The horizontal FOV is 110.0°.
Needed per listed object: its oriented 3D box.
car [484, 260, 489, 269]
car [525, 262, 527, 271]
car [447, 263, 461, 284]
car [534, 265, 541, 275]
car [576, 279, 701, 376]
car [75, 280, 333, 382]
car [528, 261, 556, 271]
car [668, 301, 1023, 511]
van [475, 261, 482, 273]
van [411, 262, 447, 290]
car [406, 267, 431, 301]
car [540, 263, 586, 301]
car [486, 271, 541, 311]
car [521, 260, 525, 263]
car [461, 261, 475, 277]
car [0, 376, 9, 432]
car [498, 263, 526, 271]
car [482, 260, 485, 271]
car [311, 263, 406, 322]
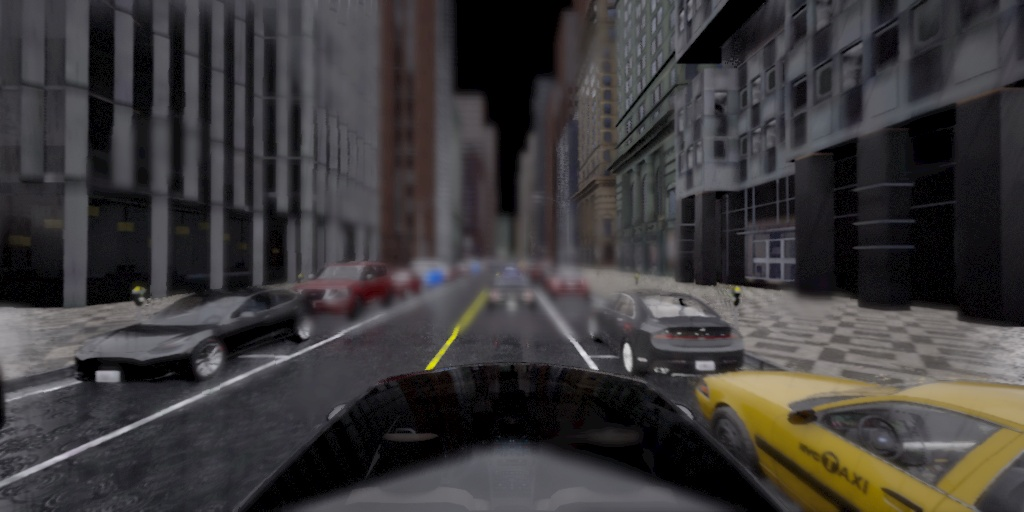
[{"bbox_3d":[-5.775,1.889,63.657,2.007,1.370,4.403,0,0,0],"label":"car"},{"bbox_3d":[2.754,1.688,41.122,1.948,1.339,4.313,0,0,0],"label":"car"},{"bbox_3d":[-5.768,1.456,29.839,1.967,1.591,4.097,0,0,0],"label":"car"},{"bbox_3d":[2.758,1.528,24.214,1.948,1.339,4.313,0,0,0],"label":"car"},{"bbox_3d":[2.761,1.353,7.306,2.007,1.370,4.403,0,0,0],"label":"car"},{"bbox_3d":[-5.764,1.369,7.293,1.948,1.339,4.313,0,0,0],"label":"car"},{"bbox_3d":[2.757,1.330,29.850,2.192,1.841,5.009,0,0,0],"label":"car"},{"bbox_3d":[2.762,1.275,1.840,1.751,1.417,4.829,0,0,0],"label":"car"},{"bbox_3d":[-5.773,1.570,52.385,1.690,1.789,3.998,0,0,0],"label":"van"},{"bbox_3d":[-5.767,1.303,24.203,1.690,1.789,3.998,0,0,0],"label":"van"},{"bbox_3d":[-5.766,1.454,18.566,1.888,1.381,4.507,0,0,0],"label":"car"},{"bbox_3d":[2.759,1.349,18.577,1.967,1.591,4.097,0,0,0],"label":"car"},{"bbox_3d":[0.012,1.477,15.096,1.895,1.301,4.718,0,-1,0],"label":"car"},{"bbox_3d":[2.752,1.669,52.393,1.967,1.591,4.097,0,0,0],"label":"car"},{"bbox_3d":[-5.771,1.562,41.112,1.967,1.591,4.097,0,0,0],"label":"car"},{"bbox_3d":[-5.763,1.316,1.657,1.948,1.339,4.313,0,0,0],"label":"car"},{"bbox_3d":[0.017,1.549,30.745,1.812,1.442,4.674,0,0,0],"label":"car"},{"bbox_3d":[-5.774,1.809,57.851,1.751,1.417,4.829,0,0,0],"label":"car"},{"bbox_3d":[-5.765,1.171,12.929,2.192,1.841,5.009,0,0,0],"label":"car"}]
